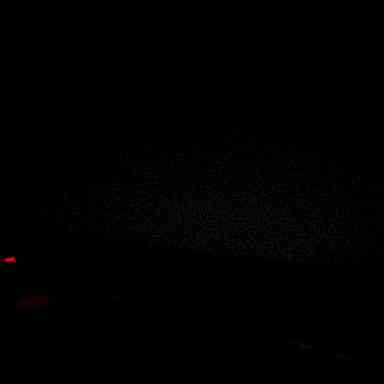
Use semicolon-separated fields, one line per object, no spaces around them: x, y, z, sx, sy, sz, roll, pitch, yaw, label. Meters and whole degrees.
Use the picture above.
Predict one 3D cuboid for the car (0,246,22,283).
-6.548;1.651;8.592;5.357;1.411;2.033;-1;0;35;car
